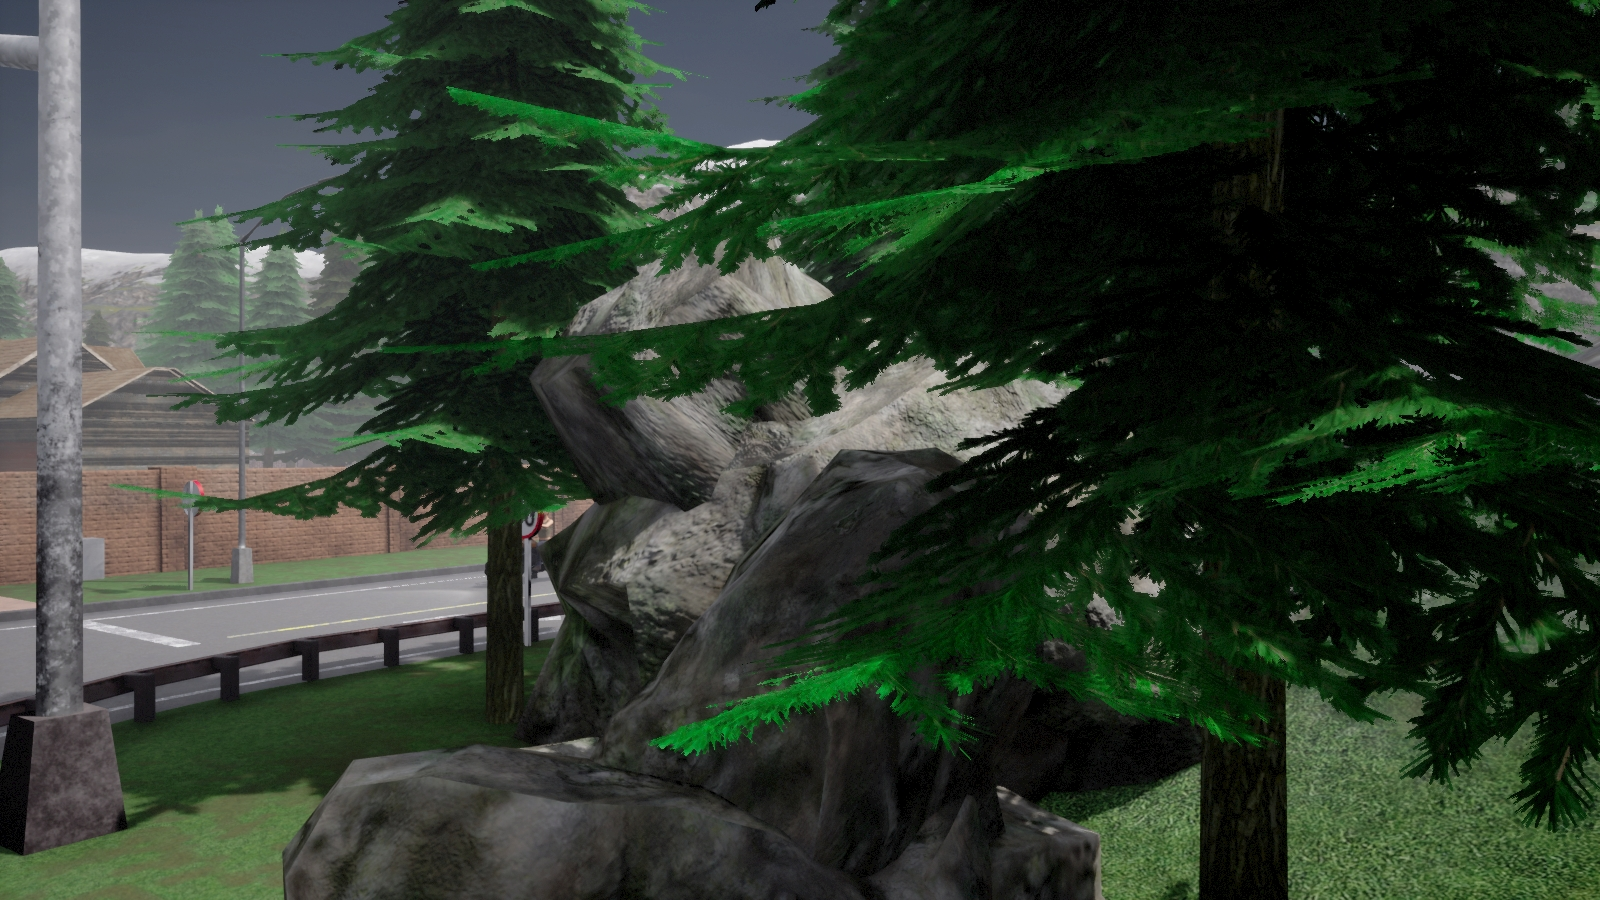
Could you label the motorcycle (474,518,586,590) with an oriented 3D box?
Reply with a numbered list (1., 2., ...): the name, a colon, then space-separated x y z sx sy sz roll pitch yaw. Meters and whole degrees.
1. motorcycle: -5.636 2.150 24.014 0.764 1.277 2.356 0 0 36
